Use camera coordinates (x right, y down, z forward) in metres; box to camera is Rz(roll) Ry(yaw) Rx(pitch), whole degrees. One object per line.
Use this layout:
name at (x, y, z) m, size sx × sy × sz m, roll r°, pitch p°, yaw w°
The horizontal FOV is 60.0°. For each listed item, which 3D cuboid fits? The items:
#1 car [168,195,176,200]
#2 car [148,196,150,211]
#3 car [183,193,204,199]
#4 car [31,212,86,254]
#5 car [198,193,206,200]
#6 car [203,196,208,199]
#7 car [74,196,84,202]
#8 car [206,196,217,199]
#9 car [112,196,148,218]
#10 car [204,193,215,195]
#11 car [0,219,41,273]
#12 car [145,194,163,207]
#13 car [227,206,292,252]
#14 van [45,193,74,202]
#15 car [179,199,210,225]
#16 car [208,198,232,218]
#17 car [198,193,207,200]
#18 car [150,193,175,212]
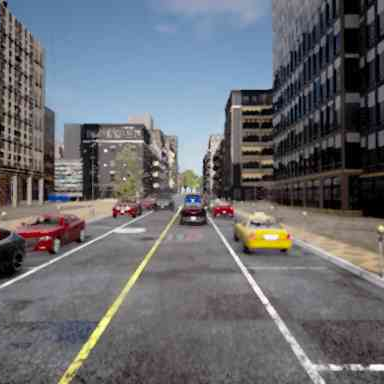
car at (-5.815, 1.451, 95.289) m, size 2.008 × 1.369 × 4.403 m, roll 1°, pitch 0°, yaw 0°
car at (-5.684, 1.499, 40.685) m, size 1.887 × 1.381 × 4.507 m, roll 1°, pitch 0°, yaw 0°
car at (0.093, 1.173, 42.597) m, size 2.150 × 2.045 × 5.566 m, roll 0°, pitch 0°, yaw 0°
car at (-5.679, 1.529, 13.456) m, size 1.887 × 1.381 × 4.507 m, roll 1°, pitch 0°, yaw 0°
car at (2.813, 1.215, 95.355) m, size 2.192 × 1.841 × 5.009 m, roll 1°, pitch 0°, yaw 0°
car at (2.697, 1.520, 40.706) m, size 1.947 × 1.339 × 4.313 m, roll 1°, pitch 0°, yaw 0°
car at (-26.275, 1.489, 74.227) m, size 4.313 × 1.339 × 1.947 m, roll 0°, pitch -1°, yaw 0°
car at (2.698, 1.485, 35.436) m, size 1.752 × 1.417 × 4.829 m, roll 1°, pitch 0°, yaw 0°
car at (-5.677, 1.281, 29.793) m, size 2.192 × 1.841 × 5.009 m, roll 1°, pitch 0°, yaw 0°
car at (2.773, 1.258, 51.580) m, size 2.192 × 1.841 × 5.009 m, roll 1°, pitch 0°, yaw 0°
car at (-5.679, 1.556, 8.011) m, size 1.947 × 1.339 × 4.313 m, roll 1°, pitch 0°, yaw 0°
car at (-5.754, 1.258, 51.573) m, size 2.192 × 1.841 × 5.009 m, roll 1°, pitch 0°, yaw 0°
car at (2.702, 1.509, 13.677) m, size 1.752 × 1.417 × 4.829 m, roll 1°, pitch 0°, yaw 0°
van at (-26.255, 1.118, 65.852) m, size 3.998 × 1.788 × 1.690 m, roll 0°, pitch -1°, yaw 0°
car at (0.096, 1.476, 24.137) m, size 1.837 × 1.490 × 4.892 m, roll 0°, pitch 0°, yaw 0°
car at (2.699, 1.510, 29.826) m, size 1.887 × 1.381 × 4.507 m, roll 1°, pitch 0°, yaw 0°
car at (2.823, 1.220, 89.654) m, size 2.192 × 1.841 × 5.009 m, roll 1°, pitch 0°, yaw 0°
car at (-3.090, 1.180, 37.805) m, size 2.150 × 2.045 × 5.566 m, roll 0°, pitch 0°, yaw 0°
